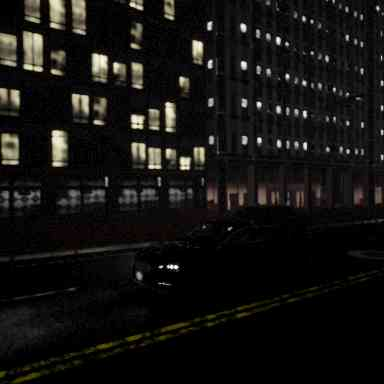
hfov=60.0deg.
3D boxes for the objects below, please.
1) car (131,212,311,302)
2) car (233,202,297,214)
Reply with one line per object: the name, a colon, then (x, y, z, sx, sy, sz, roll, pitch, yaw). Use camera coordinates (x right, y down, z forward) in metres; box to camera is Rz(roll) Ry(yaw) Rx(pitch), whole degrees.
car: (0.921, 1.466, 8.295, 4.902, 1.511, 2.128, 0, 0, -35)
car: (2.531, 1.311, 13.391, 4.553, 1.767, 2.097, 0, 0, -35)
